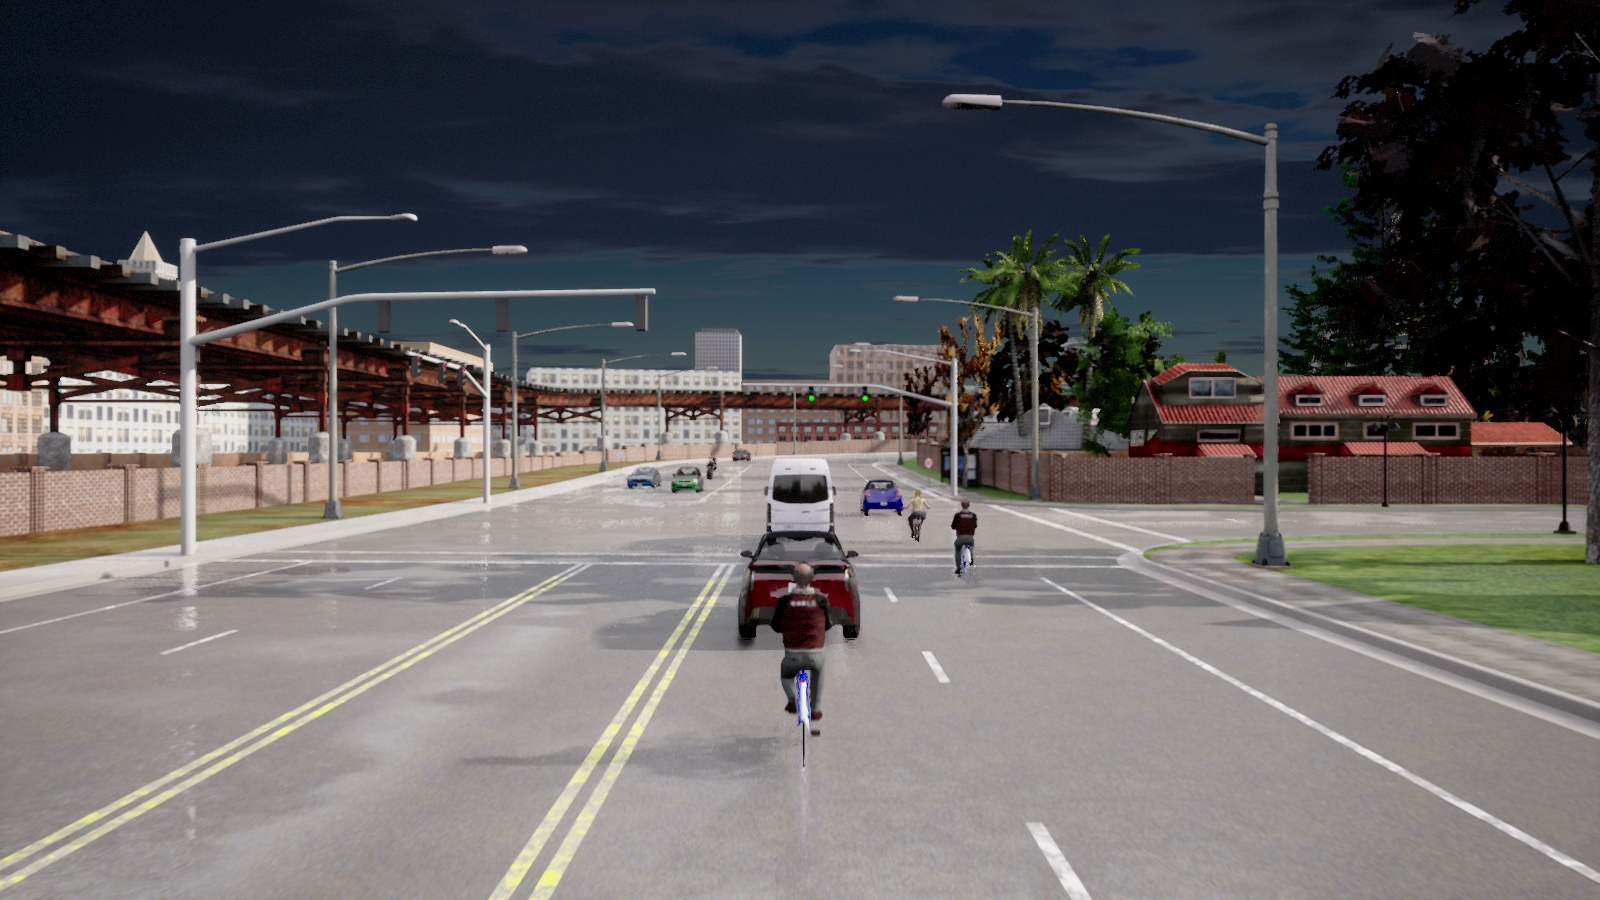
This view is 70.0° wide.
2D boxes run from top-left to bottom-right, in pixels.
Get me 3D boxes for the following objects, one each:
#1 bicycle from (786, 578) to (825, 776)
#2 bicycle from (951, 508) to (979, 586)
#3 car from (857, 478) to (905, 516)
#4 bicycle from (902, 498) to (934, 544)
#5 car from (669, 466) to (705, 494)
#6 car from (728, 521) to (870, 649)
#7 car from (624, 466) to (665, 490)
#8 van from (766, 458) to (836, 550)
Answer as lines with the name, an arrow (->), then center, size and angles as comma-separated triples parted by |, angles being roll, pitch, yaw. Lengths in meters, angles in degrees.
bicycle -> 0.044, 2.050, 10.742 | 0.329, 1.496, 1.835 | 0, 0, 0
bicycle -> 3.518, 2.053, 24.493 | 0.329, 1.496, 1.835 | 0, 0, 0
car -> 3.500, 2.024, 49.818 | 1.845, 1.501, 3.633 | 0, 0, 0
bicycle -> 3.575, 2.152, 34.830 | 0.859, 1.301, 1.487 | 0, 0, 2
car -> -6.998, 1.846, 71.223 | 1.851, 1.617, 3.988 | 0, 1, 0
car -> -0.008, 2.044, 18.366 | 2.007, 1.525, 4.514 | 0, 0, 0
car -> -10.499, 1.882, 77.517 | 2.033, 1.411, 5.357 | 0, 1, 0
van -> 0.016, 1.541, 35.261 | 1.988, 2.561, 5.915 | 0, 0, 0
